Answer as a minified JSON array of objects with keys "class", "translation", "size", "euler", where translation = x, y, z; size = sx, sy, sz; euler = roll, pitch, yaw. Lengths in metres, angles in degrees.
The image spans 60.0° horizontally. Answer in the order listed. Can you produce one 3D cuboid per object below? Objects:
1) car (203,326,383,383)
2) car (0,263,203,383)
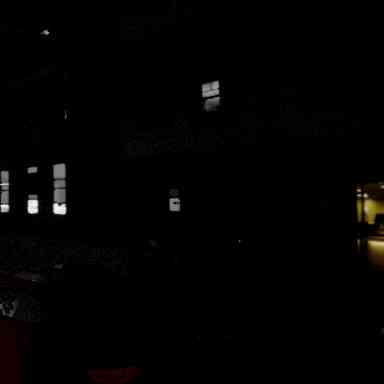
[{"class":"car","translation":[2.733,1.316,0.948],"size":[5.009,1.841,2.192],"euler":[0,-1,36]},{"class":"car","translation":[-1.780,1.581,4.162],"size":[4.206,1.307,1.802],"euler":[0,-1,36]}]
